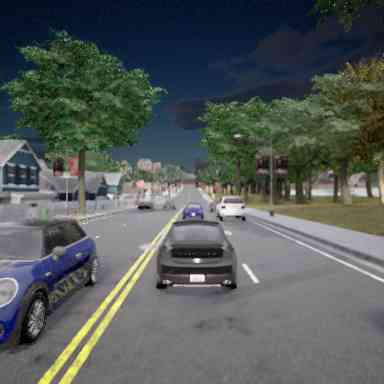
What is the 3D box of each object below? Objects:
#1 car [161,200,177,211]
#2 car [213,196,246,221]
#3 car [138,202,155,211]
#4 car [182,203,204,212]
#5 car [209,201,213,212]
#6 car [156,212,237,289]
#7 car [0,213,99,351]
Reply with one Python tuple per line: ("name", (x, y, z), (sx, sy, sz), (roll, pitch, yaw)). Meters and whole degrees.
("car", (-3.306, 1.933, 48.357), (1.837, 1.490, 4.892), (0, 0, 0))
("car", (3.339, 1.395, 29.297), (2.150, 2.045, 5.566), (0, 0, 0))
("car", (-6.560, 2.021, 47.735), (1.895, 1.301, 4.718), (0, -1, 0))
("car", (0.116, 1.699, 29.525), (1.812, 1.442, 4.674), (0, -1, 0))
("car", (3.304, 1.918, 44.201), (2.033, 1.411, 5.357), (0, -1, 1))
("car", (0.107, 1.523, 9.225), (1.837, 1.490, 4.892), (0, 0, 0))
("car", (-3.346, 1.361, 6.369), (2.097, 1.767, 4.553), (0, 0, 0))
